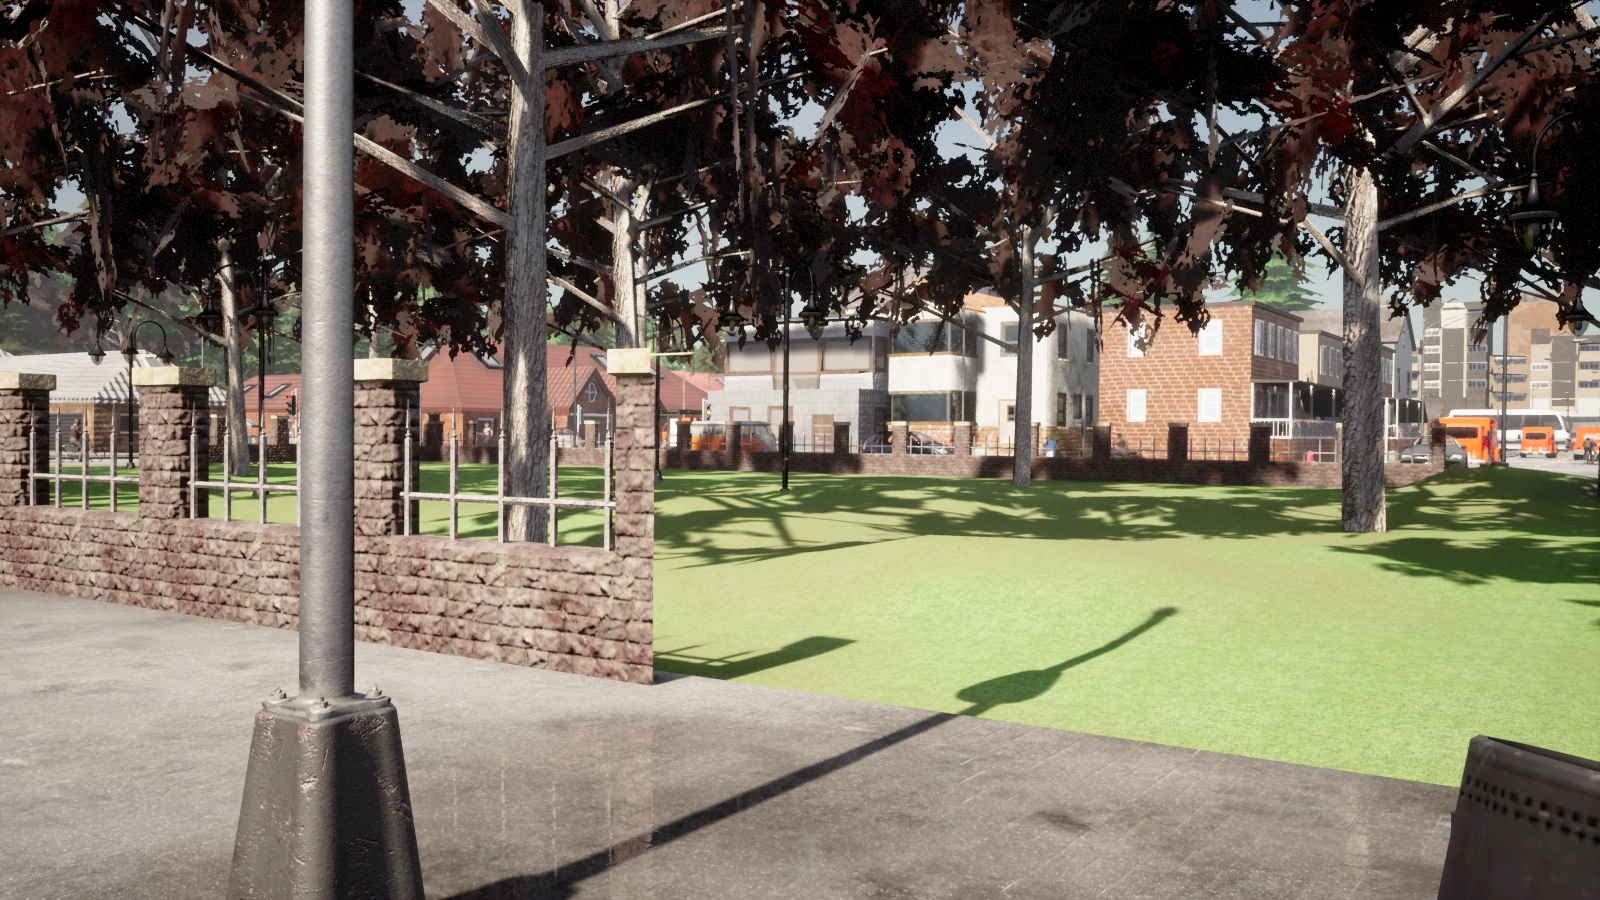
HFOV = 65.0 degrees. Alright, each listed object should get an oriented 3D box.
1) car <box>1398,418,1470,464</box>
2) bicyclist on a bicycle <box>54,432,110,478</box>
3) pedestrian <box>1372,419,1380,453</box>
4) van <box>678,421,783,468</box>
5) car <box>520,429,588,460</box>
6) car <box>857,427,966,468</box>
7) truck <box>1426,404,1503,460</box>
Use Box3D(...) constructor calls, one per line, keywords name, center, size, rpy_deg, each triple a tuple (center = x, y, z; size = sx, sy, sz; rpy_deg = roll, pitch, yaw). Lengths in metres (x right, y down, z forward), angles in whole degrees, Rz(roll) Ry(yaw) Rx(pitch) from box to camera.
Box3D(name="car", center=(24.090, -0.358, 47.633), size=(2.152, 1.651, 5.027), rpy_deg=(0, 1, 30))
Box3D(name="bicyclist on a bicycle", center=(-28.707, 0.176, 50.233), size=(0.659, 1.776, 1.843), rpy_deg=(0, 1, 32))
Box3D(name="pedestrian", center=(31.501, -0.781, 68.633), size=(0.331, 1.846, 0.636), rpy_deg=(0, 1, 31))
Box3D(name="van", center=(-3.100, -0.249, 55.745), size=(4.442, 1.987, 1.775), rpy_deg=(0, 1, 31))
Box3D(name="car", center=(-13.660, -0.314, 69.475), size=(2.152, 1.651, 5.027), rpy_deg=(-1, 1, -30))
Box3D(name="car", center=(4.492, -0.104, 50.719), size=(3.988, 1.617, 1.851), rpy_deg=(0, 1, 32))
Box3D(name="truck", center=(30.534, -0.819, 57.627), size=(2.627, 2.467, 5.204), rpy_deg=(0, 1, 34))
